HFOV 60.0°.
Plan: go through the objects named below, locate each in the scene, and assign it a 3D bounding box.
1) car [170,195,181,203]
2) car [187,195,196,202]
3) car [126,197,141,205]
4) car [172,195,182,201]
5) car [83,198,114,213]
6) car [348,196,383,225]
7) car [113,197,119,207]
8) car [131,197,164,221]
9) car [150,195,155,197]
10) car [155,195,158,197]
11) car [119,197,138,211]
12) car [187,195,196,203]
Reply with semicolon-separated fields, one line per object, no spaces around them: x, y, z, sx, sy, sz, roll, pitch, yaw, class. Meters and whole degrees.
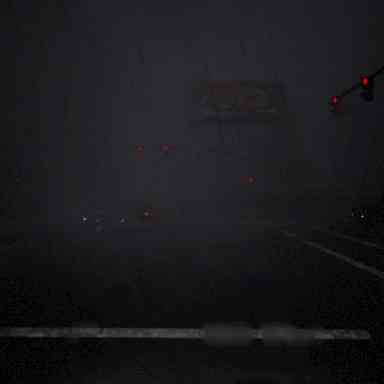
-3.594;1.516;69.936;2.128;1.511;4.902;0;0;0;car
-0.106;1.465;78.745;2.128;1.511;4.902;0;0;0;car
-10.633;1.596;60.920;1.895;1.301;4.718;0;0;0;car
-3.606;1.492;78.740;1.994;1.385;4.181;0;0;-6;car
-10.656;1.598;37.490;1.895;1.301;4.718;0;0;1;car
14.022;1.220;23.316;5.566;2.045;2.150;0;0;0;car
-10.649;1.474;46.881;1.882;1.535;5.008;0;0;0;car
-3.435;1.475;27.519;1.882;1.535;5.008;0;0;0;car
-7.148;1.474;49.936;1.882;1.535;5.008;0;0;0;car
-7.133;1.347;61.899;2.097;1.767;4.553;0;0;0;car
-7.137;1.474;40.504;1.882;1.535;5.008;0;0;0;car
-0.093;1.586;69.709;1.895;1.301;4.718;0;0;0;car
